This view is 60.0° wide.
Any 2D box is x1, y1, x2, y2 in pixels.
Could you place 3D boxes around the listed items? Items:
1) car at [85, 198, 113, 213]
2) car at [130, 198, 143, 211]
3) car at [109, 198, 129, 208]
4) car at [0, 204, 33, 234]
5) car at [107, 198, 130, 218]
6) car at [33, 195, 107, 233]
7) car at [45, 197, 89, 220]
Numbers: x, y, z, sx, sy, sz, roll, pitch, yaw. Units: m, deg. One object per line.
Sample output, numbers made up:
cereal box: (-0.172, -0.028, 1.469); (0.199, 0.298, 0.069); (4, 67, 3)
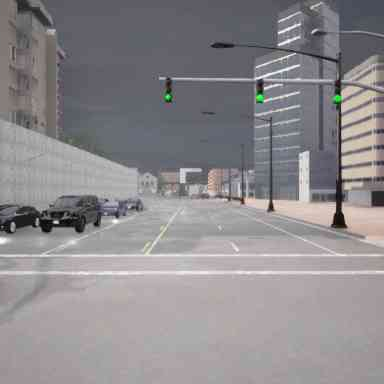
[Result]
car: (-10.606, 1.504, 38.379); (1.837, 1.490, 4.892); (0, 0, 0)
car: (-7.104, 1.491, 40.108); (2.128, 1.511, 4.902); (0, 0, 0)
car: (-10.572, 1.600, 48.439); (1.895, 1.301, 4.718); (0, 0, 0)
car: (-10.607, 1.504, 19.494); (1.837, 1.490, 4.892); (0, 0, 0)
car: (-7.108, 1.525, 29.766); (1.812, 1.442, 4.674); (0, 0, 0)
car: (-7.103, 1.221, 20.125); (2.150, 2.045, 5.566); (0, 0, 0)
car: (-10.609, 1.352, 28.561); (2.097, 1.767, 4.553); (0, 0, 0)
